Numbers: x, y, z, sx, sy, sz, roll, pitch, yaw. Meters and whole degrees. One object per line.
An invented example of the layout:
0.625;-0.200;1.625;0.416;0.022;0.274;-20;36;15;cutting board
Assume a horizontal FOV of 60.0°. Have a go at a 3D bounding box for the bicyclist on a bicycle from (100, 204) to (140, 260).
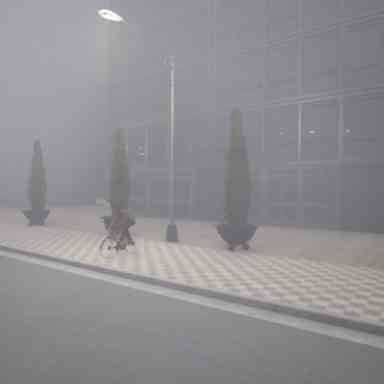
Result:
-2.171;1.201;10.253;0.582;1.620;1.656;1;1;35;bicyclist on a bicycle
